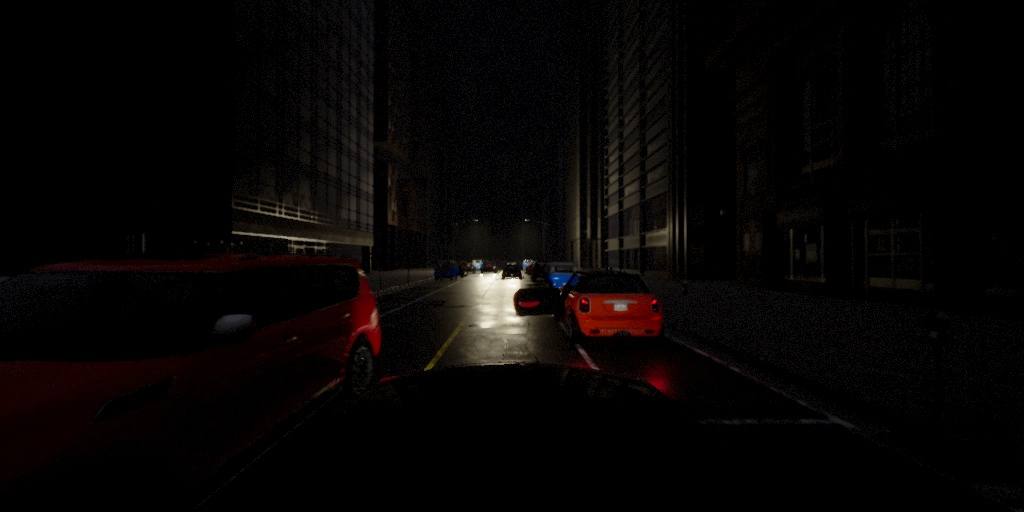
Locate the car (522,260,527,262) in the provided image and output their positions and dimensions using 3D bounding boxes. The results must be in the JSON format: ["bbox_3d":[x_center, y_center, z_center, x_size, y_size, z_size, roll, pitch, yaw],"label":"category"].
[{"bbox_3d":[2.713,1.516,48.712,1.967,1.591,4.097,0,0,0],"label":"car"}]

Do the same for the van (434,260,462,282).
[{"bbox_3d":[-5.794,1.299,31.866,1.690,1.789,3.998,0,0,0],"label":"van"}]

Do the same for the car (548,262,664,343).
[{"bbox_3d":[2.381,1.159,9.987,2.097,1.767,4.553,0,0,0],"label":"car"}]

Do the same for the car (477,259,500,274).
[{"bbox_3d":[-3.049,1.464,47.942,2.097,1.767,4.553,0,0,0],"label":"car"}]

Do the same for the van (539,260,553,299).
[{"bbox_3d":[2.743,1.221,20.668,1.690,1.789,3.998,0,0,0],"label":"van"}]

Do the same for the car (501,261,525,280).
[{"bbox_3d":[0.014,1.503,34.571,1.812,1.442,4.674,0,0,0],"label":"car"}]

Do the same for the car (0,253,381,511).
[{"bbox_3d":[-3.101,0.983,3.388,2.150,2.045,5.566,0,0,0],"label":"car"}]

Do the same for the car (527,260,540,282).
[{"bbox_3d":[2.731,1.273,31.886,2.192,1.841,5.009,0,0,0],"label":"car"}]

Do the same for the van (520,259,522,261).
[{"bbox_3d":[2.701,1.497,59.930,1.690,1.789,3.998,0,0,0],"label":"van"}]

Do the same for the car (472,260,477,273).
[{"bbox_3d":[-5.812,1.627,48.694,2.007,1.370,4.403,0,0,0],"label":"car"}]

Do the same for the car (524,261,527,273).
[{"bbox_3d":[2.719,1.582,43.104,1.888,1.381,4.507,0,0,0],"label":"car"}]

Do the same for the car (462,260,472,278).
[{"bbox_3d":[-5.800,1.312,37.475,2.192,1.841,5.009,0,0,0],"label":"car"}]
